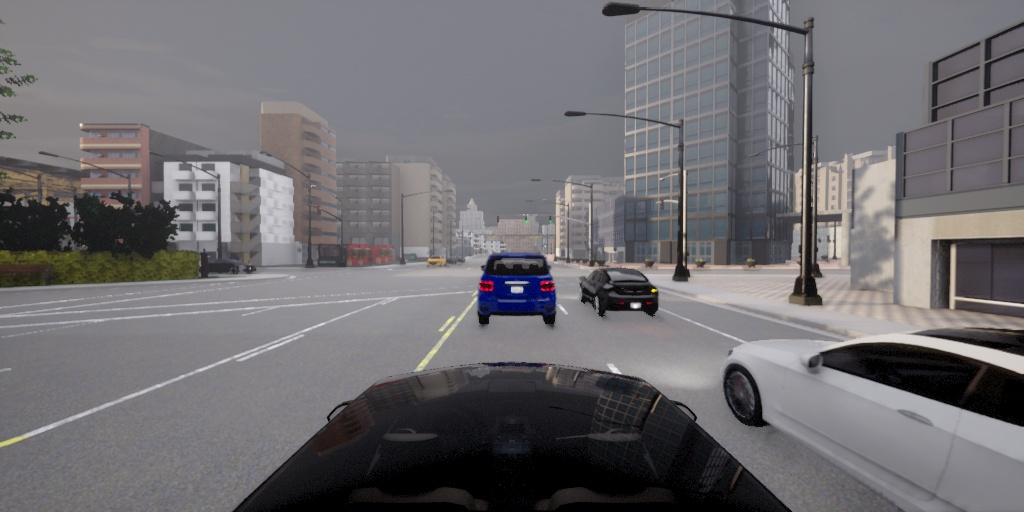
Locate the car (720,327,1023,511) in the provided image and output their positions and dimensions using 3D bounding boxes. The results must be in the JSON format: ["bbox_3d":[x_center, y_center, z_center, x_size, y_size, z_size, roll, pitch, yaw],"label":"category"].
[{"bbox_3d":[3.600,1.276,2.702,1.812,1.442,4.674,0,0,0],"label":"car"}]

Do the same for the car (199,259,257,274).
[{"bbox_3d":[-25.494,0.943,32.211,4.181,1.385,1.994,0,1,1],"label":"car"}]

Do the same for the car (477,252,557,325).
[{"bbox_3d":[0.140,0.889,11.634,2.150,2.045,5.566,0,1,0],"label":"car"}]

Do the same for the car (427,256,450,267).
[{"bbox_3d":[-10.342,0.688,49.405,1.882,1.535,5.008,0,0,1],"label":"car"}]

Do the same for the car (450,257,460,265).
[{"bbox_3d":[-10.292,0.773,58.838,1.895,1.301,4.718,0,0,1],"label":"car"}]

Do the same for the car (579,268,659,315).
[{"bbox_3d":[3.659,1.157,12.958,1.837,1.490,4.892,0,1,1],"label":"car"}]
